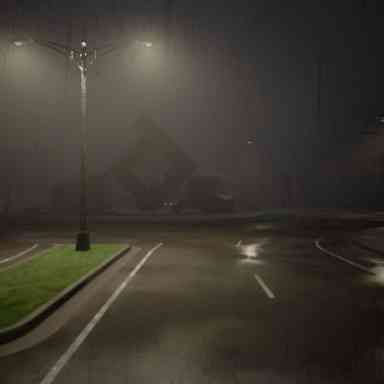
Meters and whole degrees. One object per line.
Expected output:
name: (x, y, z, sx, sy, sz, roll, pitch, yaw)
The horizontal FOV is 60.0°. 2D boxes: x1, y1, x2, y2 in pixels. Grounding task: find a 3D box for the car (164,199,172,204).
car: (-6.417, 2.539, 91.413, 1.812, 1.442, 4.674, 0, -1, -1)
